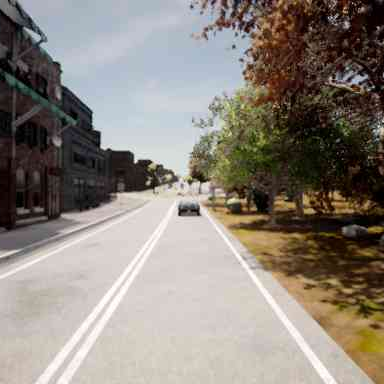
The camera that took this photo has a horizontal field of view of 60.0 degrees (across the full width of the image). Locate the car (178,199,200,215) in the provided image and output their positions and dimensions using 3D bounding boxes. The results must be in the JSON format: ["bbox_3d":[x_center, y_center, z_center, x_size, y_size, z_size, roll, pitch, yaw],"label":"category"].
[{"bbox_3d":[-0.302,1.281,29.994,1.895,1.301,4.718,0,1,-2],"label":"car"}]
